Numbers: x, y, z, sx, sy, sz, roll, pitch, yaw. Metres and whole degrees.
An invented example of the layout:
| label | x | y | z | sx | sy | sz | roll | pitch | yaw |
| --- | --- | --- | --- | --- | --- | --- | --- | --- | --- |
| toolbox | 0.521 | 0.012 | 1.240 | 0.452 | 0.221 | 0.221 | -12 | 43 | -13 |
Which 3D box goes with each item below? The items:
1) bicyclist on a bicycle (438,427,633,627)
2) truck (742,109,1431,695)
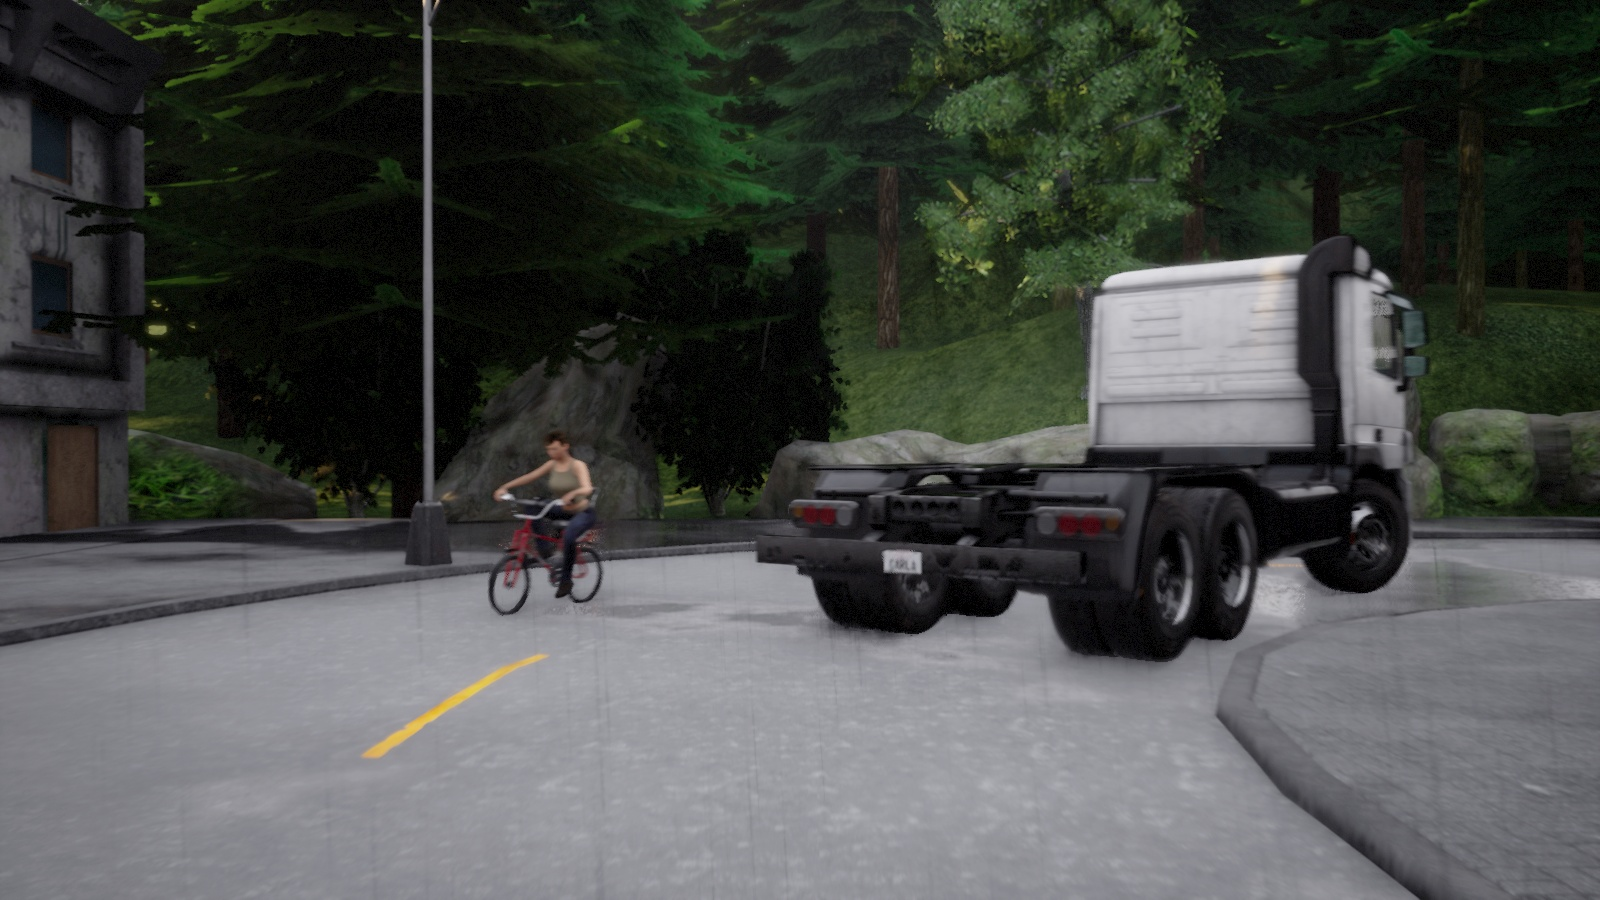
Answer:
| label | x | y | z | sx | sy | sz | roll | pitch | yaw |
| --- | --- | --- | --- | --- | --- | --- | --- | --- | --- |
| bicyclist on a bicycle | -2.314 | 0.622 | 11.144 | 0.866 | 1.612 | 1.509 | 3 | 2 | 31 |
| truck | 3.202 | -0.294 | 11.415 | 2.891 | 3.462 | 7.936 | 0 | 0 | 39 |
